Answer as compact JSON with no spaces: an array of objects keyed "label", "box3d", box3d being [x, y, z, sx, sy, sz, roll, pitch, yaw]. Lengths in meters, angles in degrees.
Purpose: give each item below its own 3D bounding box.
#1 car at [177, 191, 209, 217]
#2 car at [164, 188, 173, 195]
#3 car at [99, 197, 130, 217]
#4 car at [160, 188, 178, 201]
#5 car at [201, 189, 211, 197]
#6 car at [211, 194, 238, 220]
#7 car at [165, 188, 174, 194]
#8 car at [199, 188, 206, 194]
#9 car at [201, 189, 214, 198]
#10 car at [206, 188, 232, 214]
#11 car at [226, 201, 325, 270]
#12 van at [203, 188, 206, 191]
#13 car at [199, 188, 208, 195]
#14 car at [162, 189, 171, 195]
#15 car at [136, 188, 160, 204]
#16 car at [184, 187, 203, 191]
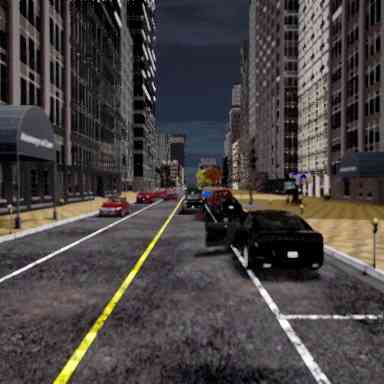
[{"label":"car","box3d":[0.094,0.905,28.269,2.128,1.511,4.902,0,1,0]},{"label":"car","box3d":[-5.703,-0.224,80.312,1.967,1.590,4.097,0,1,0]},{"label":"car","box3d":[-5.691,1.065,24.935,1.802,1.307,4.206,0,1,0]},{"label":"car","box3d":[-3.015,0.572,47.898,1.994,1.385,4.181,0,1,0]},{"label":"car","box3d":[2.680,0.202,63.872,1.752,1.417,4.829,0,1,0]},{"label":"car","box3d":[2.689,1.049,24.937,1.947,1.339,4.313,0,1,0]},{"label":"car","box3d":[-5.705,-0.229,85.853,2.008,1.369,4.403,0,1,0]},{"label":"car","box3d":[2.675,-0.258,86.024,1.752,1.417,4.829,0,1,0]},{"label":"car","box3d":[2.682,0.235,58.163,1.967,1.590,4.097,0,1,0]},{"label":"car","box3d":[2.689,0.683,30.469,2.192,1.841,5.009,0,1,0]},{"label":"car","box3d":[2.360,1.263,10.262,1.882,1.535,5.008,0,1,0]},{"label":"van","box3d":[2.684,0.251,52.622,1.690,1.788,3.998,0,1,0]},{"label":"car","box3d":[2.677,-0.224,80.315,1.967,1.590,4.097,0,1,0]},{"label":"car","box3d":[-5.703,-0.005,74.777,1.887,1.381,4.507,0,1,0]},{"label":"car","box3d":[-5.694,0.454,41.543,2.192,1.841,5.009,0,1,0]},{"label":"car","box3d":[0.090,0.256,46.504,2.150,2.045,5.566,0,1,0]}]
